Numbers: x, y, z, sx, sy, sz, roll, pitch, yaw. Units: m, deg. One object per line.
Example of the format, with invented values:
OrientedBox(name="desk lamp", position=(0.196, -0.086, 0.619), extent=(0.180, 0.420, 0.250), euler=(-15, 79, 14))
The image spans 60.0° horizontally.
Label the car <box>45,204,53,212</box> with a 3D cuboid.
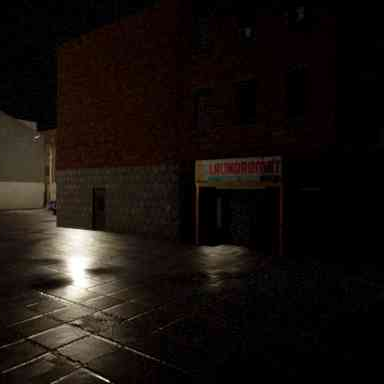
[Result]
OrientedBox(name="car", position=(-14.515, 1.557, 38.260), extent=(1.812, 1.442, 4.674), euler=(0, 0, 35))
